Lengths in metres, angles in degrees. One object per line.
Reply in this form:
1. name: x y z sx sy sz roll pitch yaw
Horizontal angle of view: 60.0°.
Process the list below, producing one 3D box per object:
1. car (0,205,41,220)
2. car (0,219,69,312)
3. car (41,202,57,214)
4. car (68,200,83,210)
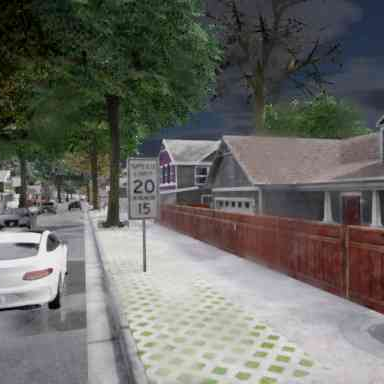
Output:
1. car: -11.655 1.777 22.277 1.994 1.385 4.181 -1 0 -18
2. car: -3.841 1.575 7.480 1.812 1.442 4.674 -1 0 -18
3. car: -17.360 1.938 40.097 1.837 1.490 4.892 -1 0 -18
4. car: -17.618 1.950 50.074 1.837 1.490 4.892 -1 0 -18
